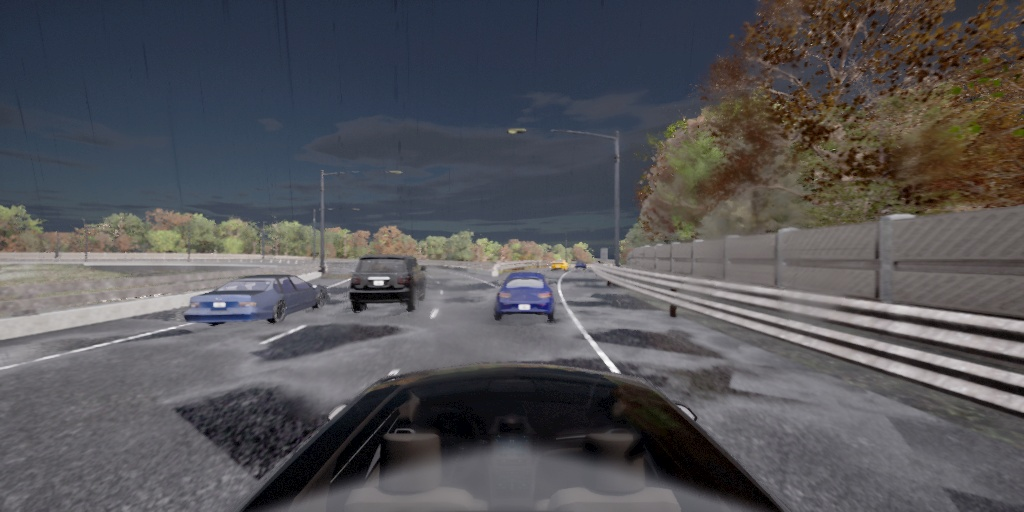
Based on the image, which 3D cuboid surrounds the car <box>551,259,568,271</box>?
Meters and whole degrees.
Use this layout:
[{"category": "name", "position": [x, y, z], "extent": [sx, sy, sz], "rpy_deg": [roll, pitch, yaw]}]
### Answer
[{"category": "car", "position": [6.613, 1.227, 49.161], "extent": [1.882, 1.535, 5.008], "rpy_deg": [0, 0, 15]}]

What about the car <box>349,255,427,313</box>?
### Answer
[{"category": "car", "position": [-4.726, 0.973, 14.345], "extent": [2.150, 2.045, 5.566], "rpy_deg": [0, 0, -8]}]

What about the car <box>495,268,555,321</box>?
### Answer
[{"category": "car", "position": [0.482, 1.275, 12.401], "extent": [1.812, 1.442, 4.674], "rpy_deg": [0, 0, 3]}]

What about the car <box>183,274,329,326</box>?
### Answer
[{"category": "car", "position": [-7.858, 1.299, 11.711], "extent": [2.033, 1.411, 5.357], "rpy_deg": [0, 0, -8]}]
